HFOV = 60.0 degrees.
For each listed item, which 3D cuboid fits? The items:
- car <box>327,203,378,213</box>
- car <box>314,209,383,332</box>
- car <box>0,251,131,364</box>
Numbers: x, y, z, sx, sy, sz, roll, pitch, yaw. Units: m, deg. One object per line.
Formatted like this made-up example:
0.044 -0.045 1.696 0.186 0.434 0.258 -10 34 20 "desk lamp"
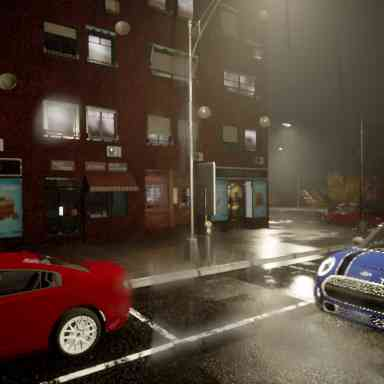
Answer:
11.202 1.691 22.546 1.994 1.385 4.181 -1 0 -31 "car"
4.440 1.350 6.493 4.553 1.767 2.097 0 0 -35 "car"
-3.055 1.545 4.395 4.507 1.381 1.887 0 -1 -35 "car"
